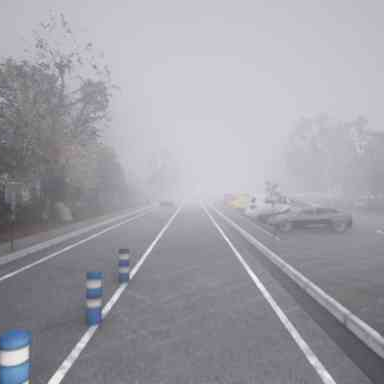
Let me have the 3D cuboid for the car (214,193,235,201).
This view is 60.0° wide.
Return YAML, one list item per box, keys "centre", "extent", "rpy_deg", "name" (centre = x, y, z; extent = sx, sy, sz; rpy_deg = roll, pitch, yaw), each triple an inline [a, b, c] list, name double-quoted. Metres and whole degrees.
- centre: [7.216, 1.207, 74.870]
  extent: [4.553, 1.767, 2.185]
  rpy_deg: [0, 0, 0]
  name: "car"

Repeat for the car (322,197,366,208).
- centre: [20.107, 1.361, 44.174]
  extent: [4.792, 1.488, 2.163]
  rpy_deg: [0, 0, 0]
  name: "car"

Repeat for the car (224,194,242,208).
- centre: [6.769, 1.364, 38.913]
  extent: [5.366, 1.575, 1.946]
  rpy_deg: [0, 1, 0]
  name: "car"

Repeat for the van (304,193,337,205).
- centre: [20.262, 1.098, 52.481]
  extent: [4.442, 1.987, 1.878]
  rpy_deg: [0, 0, 0]
  name: "van"

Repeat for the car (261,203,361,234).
- centre: [6.766, 1.562, 19.359]
  extent: [4.792, 1.488, 2.163]
  rpy_deg: [0, 0, 0]
  name: "car"

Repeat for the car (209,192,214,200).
- centre: [7.039, 1.330, 72.095]
  extent: [5.366, 1.575, 1.946]
  rpy_deg: [0, 0, 0]
  name: "car"

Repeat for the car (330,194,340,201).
- centre: [20.085, 1.372, 41.535]
  extent: [4.792, 1.488, 2.163]
  rpy_deg: [0, 0, 0]
  name: "car"

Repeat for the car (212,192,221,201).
- centre: [6.972, 1.329, 63.767]
  extent: [5.366, 1.575, 1.946]
  rpy_deg: [0, 0, 0]
  name: "car"

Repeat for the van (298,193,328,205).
- centre: [20.051, 1.098, 55.253]
  extent: [4.442, 1.987, 1.878]
  rpy_deg: [0, 0, 0]
  name: "van"

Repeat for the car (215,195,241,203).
- centre: [7.186, 1.333, 66.541]
  extent: [4.892, 1.521, 2.231]
  rpy_deg: [0, 0, 0]
  name: "car"

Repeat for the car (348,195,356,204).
- centre: [19.982, 1.412, 35.871]
  extent: [4.792, 1.488, 2.163]
  rpy_deg: [0, 0, 0]
  name: "car"

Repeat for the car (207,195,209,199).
- centre: [7.389, 1.083, 88.750]
  extent: [5.566, 2.045, 2.435]
  rpy_deg: [0, 0, 0]
  name: "car"

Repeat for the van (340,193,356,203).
- centre: [20.150, 1.134, 38.761]
  extent: [4.442, 1.987, 1.878]
  rpy_deg: [0, 0, 0]
  name: "van"

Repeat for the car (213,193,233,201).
- centre: [7.239, 1.208, 77.646]
  extent: [4.553, 1.767, 2.185]
  rpy_deg: [0, 0, 0]
  name: "car"

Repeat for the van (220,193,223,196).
- centre: [7.183, 1.104, 52.660]
  extent: [4.442, 1.987, 1.878]
  rpy_deg: [0, 0, 0]
  name: "van"

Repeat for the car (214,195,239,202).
- centre: [7.196, 1.333, 69.317]
  extent: [4.892, 1.521, 2.231]
  rpy_deg: [0, 0, 0]
  name: "car"

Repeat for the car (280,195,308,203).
- centre: [20.253, 1.325, 66.333]
  extent: [5.008, 1.535, 2.097]
  rpy_deg: [0, 0, 0]
  name: "car"

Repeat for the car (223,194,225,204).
- centre: [6.993, 1.339, 44.332]
  extent: [4.892, 1.521, 2.231]
  rpy_deg: [0, 0, 0]
  name: "car"

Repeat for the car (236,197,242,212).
- centre: [6.892, 1.438, 30.463]
  extent: [4.892, 1.521, 2.231]
  rpy_deg: [0, 0, 0]
  name: "car"

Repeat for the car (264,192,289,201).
- centre: [20.343, 1.076, 80.308]
  extent: [5.566, 2.045, 2.435]
  rpy_deg: [0, 0, 0]
  name: "car"

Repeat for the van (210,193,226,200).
- centre: [7.289, 1.183, 94.286]
  extent: [4.442, 1.987, 1.878]
  rpy_deg: [0, -1, 0]
  name: "van"

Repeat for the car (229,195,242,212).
- centre: [6.723, 1.410, 33.240]
  extent: [5.366, 1.575, 1.946]
  rpy_deg: [0, 1, 0]
  name: "car"

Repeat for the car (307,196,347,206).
- centre: [20.128, 1.323, 49.712]
  extent: [5.008, 1.535, 2.097]
  rpy_deg: [0, 0, 0]
  name: "car"

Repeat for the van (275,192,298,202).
- centre: [20.421, 1.100, 71.997]
  extent: [4.442, 1.987, 1.878]
  rpy_deg: [0, 0, 0]
  name: "van"

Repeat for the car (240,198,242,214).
- centre: [7.049, 1.457, 27.685]
  extent: [5.366, 1.575, 1.946]
  rpy_deg: [0, 0, 0]
  name: "car"

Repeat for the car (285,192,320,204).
- centre: [20.185, 1.073, 60.792]
  extent: [5.566, 2.045, 2.435]
  rpy_deg: [0, 0, 0]
  name: "car"

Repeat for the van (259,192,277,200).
- centre: [20.323, 1.102, 88.627]
  extent: [4.442, 1.987, 1.878]
  rpy_deg: [0, 0, 0]
  name: "van"

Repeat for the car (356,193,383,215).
- centre: [20.016, 1.155, 33.099]
  extent: [5.566, 2.045, 2.435]
  rpy_deg: [0, 0, 0]
  name: "car"

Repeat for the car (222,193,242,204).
- centre: [7.053, 1.206, 47.111]
  extent: [4.553, 1.767, 2.185]
  rpy_deg: [0, 0, 0]
  name: "car"

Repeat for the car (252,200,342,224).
- centre: [6.823, 1.508, 22.135]
  extent: [5.008, 1.535, 2.097]
  rpy_deg: [0, 0, 0]
  name: "car"

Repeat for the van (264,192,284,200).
- centre: [20.511, 1.101, 83.077]
  extent: [4.442, 1.987, 1.878]
  rpy_deg: [0, 0, 0]
  name: "van"

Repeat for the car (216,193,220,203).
- centre: [7.083, 1.360, 58.213]
  extent: [4.792, 1.488, 2.163]
  rpy_deg: [0, 0, 0]
  name: "car"

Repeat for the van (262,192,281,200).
- centre: [20.532, 1.102, 85.722]
  extent: [4.442, 1.987, 1.878]
  rpy_deg: [0, 0, 0]
  name: "van"

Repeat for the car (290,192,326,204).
- centre: [20.162, 1.073, 58.021]
  extent: [5.566, 2.045, 2.435]
  rpy_deg: [0, 0, 0]
  name: "car"

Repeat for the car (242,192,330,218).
- centre: [6.869, 1.233, 24.908]
  extent: [5.566, 2.045, 2.435]
  rpy_deg: [0, 0, 0]
  name: "car"

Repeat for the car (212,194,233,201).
- centre: [7.287, 1.333, 80.422]
  extent: [5.008, 1.535, 2.097]
  rpy_deg: [0, 0, 0]
  name: "car"

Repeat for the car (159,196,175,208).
- centre: [-3.296, 1.339, 44.305]
  extent: [1.882, 1.535, 5.008]
  rpy_deg: [0, 0, 0]
  name: "car"

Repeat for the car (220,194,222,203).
- centre: [7.073, 1.359, 49.884]
  extent: [4.792, 1.488, 2.163]
  rpy_deg: [0, 0, 0]
  name: "car"
